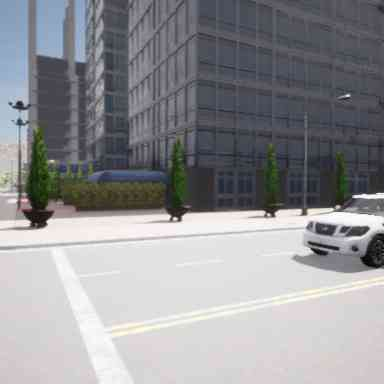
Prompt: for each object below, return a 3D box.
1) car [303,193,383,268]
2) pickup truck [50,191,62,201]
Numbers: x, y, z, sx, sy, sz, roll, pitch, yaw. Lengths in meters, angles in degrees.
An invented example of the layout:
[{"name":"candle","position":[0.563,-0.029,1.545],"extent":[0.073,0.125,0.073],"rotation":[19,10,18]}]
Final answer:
[{"name":"car","position":[6.252,1.062,10.877],"extent":[5.566,2.045,2.150],"rotation":[0,1,-26]},{"name":"pickup truck","position":[-19.879,0.130,46.335],"extent":[2.390,2.098,6.274],"rotation":[0,1,3]}]
